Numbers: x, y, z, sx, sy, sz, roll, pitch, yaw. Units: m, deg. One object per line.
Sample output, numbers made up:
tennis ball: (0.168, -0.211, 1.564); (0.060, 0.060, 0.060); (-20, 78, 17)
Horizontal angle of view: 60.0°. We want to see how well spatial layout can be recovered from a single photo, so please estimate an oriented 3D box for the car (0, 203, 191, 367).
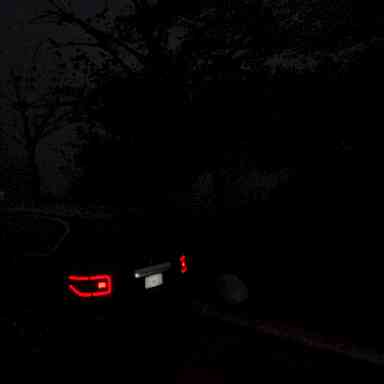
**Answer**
car: (-2.551, 1.218, 6.051); (5.566, 2.045, 2.150); (1, 1, 40)
